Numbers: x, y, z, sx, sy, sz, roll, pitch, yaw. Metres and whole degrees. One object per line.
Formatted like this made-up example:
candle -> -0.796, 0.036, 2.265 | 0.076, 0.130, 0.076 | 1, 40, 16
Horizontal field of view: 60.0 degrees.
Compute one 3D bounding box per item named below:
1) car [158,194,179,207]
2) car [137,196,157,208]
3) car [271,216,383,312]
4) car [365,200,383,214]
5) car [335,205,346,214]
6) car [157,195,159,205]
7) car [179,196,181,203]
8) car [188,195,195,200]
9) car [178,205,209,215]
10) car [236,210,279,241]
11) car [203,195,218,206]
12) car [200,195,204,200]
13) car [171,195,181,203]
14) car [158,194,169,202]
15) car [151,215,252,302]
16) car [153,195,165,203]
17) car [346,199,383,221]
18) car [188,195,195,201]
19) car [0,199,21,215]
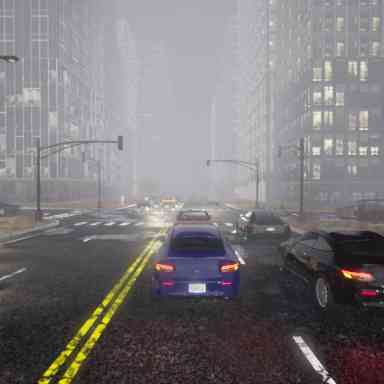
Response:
car -> -3.416, 1.442, 49.199 | 1.882, 1.535, 5.008 | 0, 0, 0
car -> -6.668, 1.513, 47.801 | 2.033, 1.411, 5.357 | 0, 0, 0
car -> 3.340, 1.522, 7.571 | 1.812, 1.442, 4.674 | 0, 0, 0
car -> 21.757, 1.643, 36.178 | 4.829, 1.417, 1.752 | 1, 0, 1
car -> 16.744, 1.680, 33.661 | 4.181, 1.385, 1.994 | 1, 1, 1
car -> -6.666, 1.460, 57.539 | 1.837, 1.490, 4.892 | 0, 0, 0
car -> -3.414, 1.554, 58.578 | 1.895, 1.301, 4.718 | 0, 0, 0
car -> -0.132, 1.505, 89.096 | 1.895, 1.301, 4.718 | 0, 0, 0
car -> 0.077, 1.591, 17.302 | 1.895, 1.301, 4.718 | 0, 0, 0
car -> 3.330, 1.555, 16.140 | 1.994, 1.385, 4.181 | 0, 0, -1
car -> 3.222, 1.560, 53.996 | 1.895, 1.301, 4.718 | 0, 0, 0
car -> 3.115, 1.460, 90.632 | 1.994, 1.385, 4.181 | 0, 0, 0
car -> -3.353, 1.418, 69.106 | 1.882, 1.535, 5.008 | 0, 0, 0
car -> -6.614, 1.285, 76.818 | 2.097, 1.767, 4.553 | 0, 0, 0
car -> 0.089, 1.522, 8.136 | 1.812, 1.442, 4.674 | 0, 0, 0
car -> -6.623, 1.448, 66.893 | 1.837, 1.490, 4.892 | 0, 0, 0
car -> 16.161, 1.520, 27.883 | 5.009, 1.841, 2.192 | 1, 0, 1
car -> -0.117, 1.466, 78.940 | 2.033, 1.411, 5.357 | 0, 0, 0
car -> -18.506, 1.358, 30.974 | 4.892, 1.490, 1.837 | 1, 1, 2
